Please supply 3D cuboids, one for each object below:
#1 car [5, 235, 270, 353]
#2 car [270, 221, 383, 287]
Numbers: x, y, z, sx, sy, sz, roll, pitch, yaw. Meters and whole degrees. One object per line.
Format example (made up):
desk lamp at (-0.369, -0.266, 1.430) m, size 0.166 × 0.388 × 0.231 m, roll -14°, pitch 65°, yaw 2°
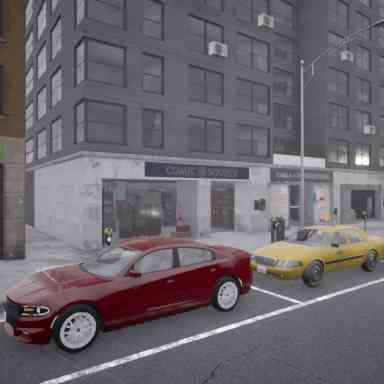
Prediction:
car at (-0.867, 1.545, 6.132) m, size 4.507 × 1.381 × 1.887 m, roll 0°, pitch 0°, yaw -35°
car at (3.626, 1.525, 9.302) m, size 4.829 × 1.417 × 1.752 m, roll 0°, pitch 0°, yaw -35°
